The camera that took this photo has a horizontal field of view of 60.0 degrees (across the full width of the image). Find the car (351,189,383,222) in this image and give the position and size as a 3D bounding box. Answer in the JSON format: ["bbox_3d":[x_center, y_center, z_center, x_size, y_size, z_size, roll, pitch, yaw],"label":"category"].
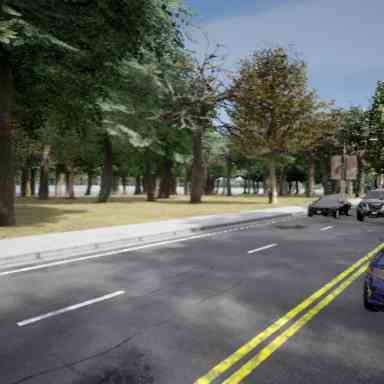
[{"bbox_3d":[12.353,0.835,21.508,2.150,2.045,5.566,2,2,39],"label":"car"}]

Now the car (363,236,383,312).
[{"bbox_3d":[4.702,1.413,6.480,1.812,1.442,4.674,2,2,39],"label":"car"}]

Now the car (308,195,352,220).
[{"bbox_3d":[9.834,1.009,23.571,1.882,1.535,5.008,2,2,39],"label":"car"}]
